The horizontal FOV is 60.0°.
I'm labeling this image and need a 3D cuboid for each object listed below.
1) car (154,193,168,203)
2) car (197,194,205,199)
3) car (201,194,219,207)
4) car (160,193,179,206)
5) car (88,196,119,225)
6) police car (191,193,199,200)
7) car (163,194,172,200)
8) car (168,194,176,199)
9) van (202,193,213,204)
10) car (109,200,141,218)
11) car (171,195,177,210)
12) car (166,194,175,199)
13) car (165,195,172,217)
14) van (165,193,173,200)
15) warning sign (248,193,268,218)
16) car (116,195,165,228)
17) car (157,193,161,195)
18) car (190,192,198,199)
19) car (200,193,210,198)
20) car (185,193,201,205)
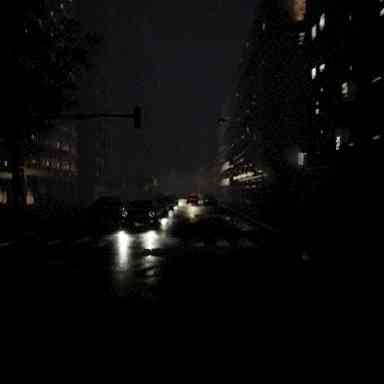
[{"bbox_3d":[-5.741,1.072,62.072,2.192,1.841,5.009,0,0,0],"label":"car"},{"bbox_3d":[2.615,1.211,95.217,2.008,1.369,4.403,0,0,0],"label":"car"},{"bbox_3d":[2.654,1.379,45.512,1.947,1.339,4.313,0,0,0],"label":"car"},{"bbox_3d":[-3.078,1.151,49.483,2.097,1.767,4.553,0,0,0],"label":"car"},{"bbox_3d":[-5.710,1.215,23.413,2.192,1.841,5.009,0,0,0],"label":"car"},{"bbox_3d":[0.834,1.112,85.655,1.930,1.638,5.238,0,0,0],"label":"police car"},{"bbox_3d":[-5.753,1.258,78.642,2.008,1.369,4.403,0,0,0],"label":"car"},{"bbox_3d":[-5.766,1.227,95.211,1.947,1.339,4.313,0,0,0],"label":"car"},{"bbox_3d":[2.645,1.116,56.557,1.690,1.788,3.998,0,0,0],"label":"van"},{"bbox_3d":[-5.714,1.444,28.937,1.947,1.339,4.313,0,0,0],"label":"car"},{"bbox_3d":[-3.124,1.362,39.553,1.812,1.442,4.674,0,0,0],"label":"car"},{"bbox_3d":[-5.762,1.220,89.688,1.887,1.381,4.507,0,0,0],"label":"car"},{"bbox_3d":[-3.118,1.350,30.244,1.882,1.535,5.008,0,0,0],"label":"car"},{"bbox_3d":[-5.758,1.032,84.164,1.690,1.788,3.998,0,0,0],"label":"van"},{"bbox_3d":[5.049,1.007,25.545,1.300,1.860,1.060,0,0,0],"label":"warning sign"},{"bbox_3d":[-3.116,1.261,21.153,2.097,1.767,4.553,0,0,0],"label":"car"},{"bbox_3d":[-5.736,1.341,56.552,1.947,1.339,4.313,0,0,0],"label":"car"},{"bbox_3d":[0.583,1.007,95.510,2.097,1.767,4.553,0,0,0],"label":"car"},{"bbox_3d":[2.649,1.318,51.204,1.752,1.417,4.829,0,0,0],"label":"car"},{"bbox_3d":[0.061,1.294,52.350,1.837,1.490,4.892,0,0,0],"label":"car"}]
